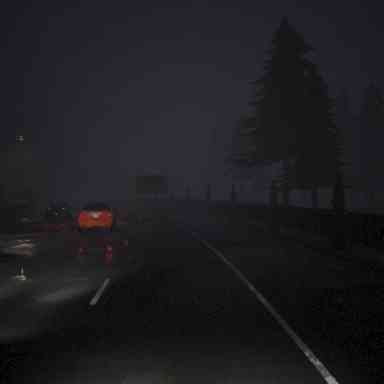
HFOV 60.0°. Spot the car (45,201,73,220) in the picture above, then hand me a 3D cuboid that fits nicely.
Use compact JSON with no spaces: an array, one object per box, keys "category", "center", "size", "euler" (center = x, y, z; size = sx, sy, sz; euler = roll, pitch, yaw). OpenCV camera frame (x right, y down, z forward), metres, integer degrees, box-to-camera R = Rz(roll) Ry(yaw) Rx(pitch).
[{"category":"car","center":[-11.578,1.560,29.040],"size":[2.128,1.511,4.902],"euler":[0,0,-16]}]

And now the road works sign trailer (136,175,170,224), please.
[{"category":"road works sign trailer","center":[-3.090,0.504,25.268],"size":[2.380,3.560,2.880],"euler":[0,0,-17]}]

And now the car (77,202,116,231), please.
[{"category":"car","center":[-5.928,1.395,21.094],"size":[2.097,1.767,4.553],"euler":[0,0,-12]}]

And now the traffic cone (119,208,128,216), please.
[{"category":"traffic cone","center":[-6.502,2.012,31.554],"size":[0.340,0.580,0.340],"euler":[0,0,-17]}]

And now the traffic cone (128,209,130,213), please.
[{"category":"traffic cone","center":[-7.248,2.022,37.591],"size":[0.340,0.580,0.340],"euler":[0,0,-17]}]
